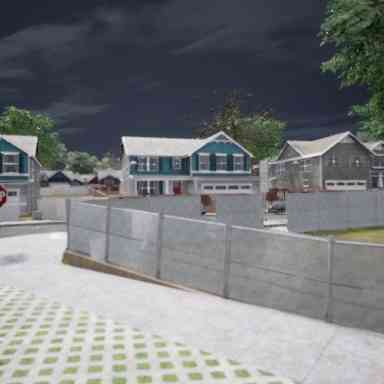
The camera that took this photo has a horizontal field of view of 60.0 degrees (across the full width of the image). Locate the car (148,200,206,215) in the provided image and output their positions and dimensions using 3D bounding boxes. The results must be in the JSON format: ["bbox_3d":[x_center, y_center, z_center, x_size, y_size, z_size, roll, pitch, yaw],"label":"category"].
[{"bbox_3d":[-1.898,1.065,20.159,5.357,1.411,2.033,-2,0,-18],"label":"car"}]

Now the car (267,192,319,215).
[{"bbox_3d":[7.636,0.768,23.225,4.892,1.490,1.837,-1,0,-17],"label":"car"}]
